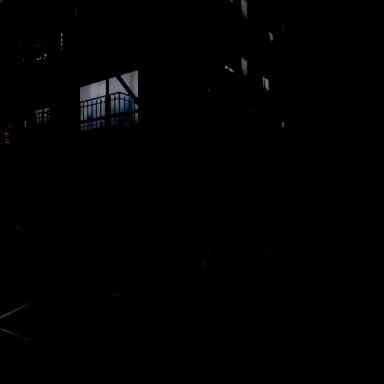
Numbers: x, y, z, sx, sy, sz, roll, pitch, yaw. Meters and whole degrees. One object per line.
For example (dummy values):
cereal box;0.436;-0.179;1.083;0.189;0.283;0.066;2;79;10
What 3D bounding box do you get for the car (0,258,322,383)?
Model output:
car;-0.884;1.566;3.503;4.313;1.339;1.947;0;0;35
